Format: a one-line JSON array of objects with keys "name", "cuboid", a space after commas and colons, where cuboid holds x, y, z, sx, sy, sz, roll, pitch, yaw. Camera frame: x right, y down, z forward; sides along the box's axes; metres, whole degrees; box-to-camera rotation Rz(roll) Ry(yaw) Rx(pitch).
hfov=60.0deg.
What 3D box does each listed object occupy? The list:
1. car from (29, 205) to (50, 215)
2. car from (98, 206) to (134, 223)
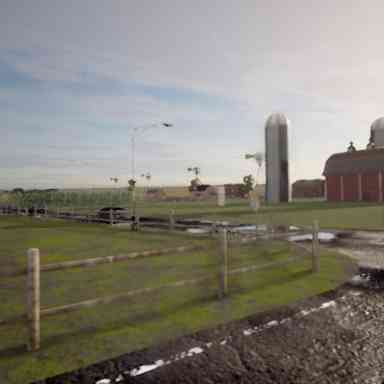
[{"name": "car", "cuboid": [-22.062, 2.598, 48.022, 1.994, 1.385, 4.181, -2, 0, -41]}, {"name": "car", "cuboid": [-7.299, 2.084, 31.589, 1.812, 1.442, 4.674, -2, 0, -43]}]
